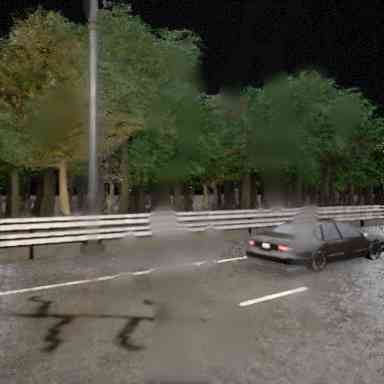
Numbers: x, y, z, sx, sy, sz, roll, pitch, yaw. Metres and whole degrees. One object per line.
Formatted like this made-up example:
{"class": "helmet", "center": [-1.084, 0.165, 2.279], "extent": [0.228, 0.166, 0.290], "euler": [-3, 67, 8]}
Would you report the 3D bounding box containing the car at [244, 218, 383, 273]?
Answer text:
{"class": "car", "center": [4.182, 1.574, 10.821], "extent": [5.357, 1.411, 2.033], "euler": [0, 0, -34]}
